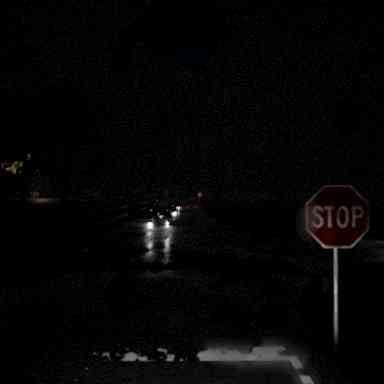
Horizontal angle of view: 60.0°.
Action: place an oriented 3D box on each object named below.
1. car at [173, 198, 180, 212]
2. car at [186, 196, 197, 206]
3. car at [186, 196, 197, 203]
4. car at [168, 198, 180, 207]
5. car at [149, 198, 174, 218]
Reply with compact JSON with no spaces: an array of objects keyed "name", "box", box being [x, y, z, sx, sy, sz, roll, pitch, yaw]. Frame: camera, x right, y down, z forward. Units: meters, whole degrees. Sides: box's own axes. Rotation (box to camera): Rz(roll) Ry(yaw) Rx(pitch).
[{"name":"car","box":[-2.905,1.565,41.098,1.882,1.535,5.008,0,0,0]},{"name":"car","box":[-0.084,1.701,60.547,1.812,1.442,4.674,0,0,0]},{"name":"car","box":[-0.099,1.621,70.833,2.128,1.511,4.902,0,0,0]},{"name":"car","box":[-2.906,1.676,55.262,1.812,1.442,4.674,0,0,0]},{"name":"car","box":[-2.867,1.576,30.478,1.812,1.442,4.674,0,0,-1]}]
